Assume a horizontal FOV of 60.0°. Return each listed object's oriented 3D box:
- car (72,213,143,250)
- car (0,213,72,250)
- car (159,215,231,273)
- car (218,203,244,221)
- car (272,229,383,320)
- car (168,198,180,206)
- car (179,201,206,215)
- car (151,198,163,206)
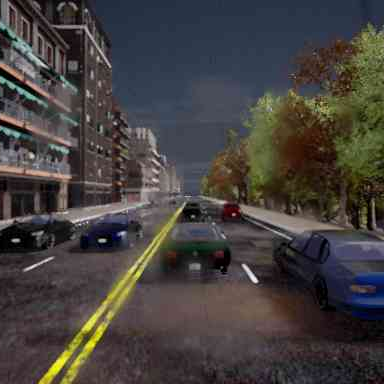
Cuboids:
[{"bbox_3d":[-3.352,1.626,14.440,1.994,1.385,4.181,0,0,0],"label":"car"},{"bbox_3d":[-6.602,1.626,14.455,1.994,1.385,4.181,0,0,0],"label":"car"},{"bbox_3d":[0.090,1.647,10.763,1.895,1.301,4.718,0,0,0],"label":"car"},{"bbox_3d":[3.343,1.649,28.822,1.812,1.442,4.674,0,0,0],"label":"car"},{"bbox_3d":[3.333,1.581,7.703,2.033,1.411,5.357,0,0,0],"label":"car"},{"bbox_3d":[-3.255,1.887,61.573,1.994,1.385,4.181,0,-1,0],"label":"car"},{"bbox_3d":[0.091,1.624,27.773,1.837,1.490,4.892,0,0,0],"label":"car"},{"bbox_3d":[-6.505,1.806,61.572,2.128,1.511,4.902,0,0,0],"label":"car"}]
